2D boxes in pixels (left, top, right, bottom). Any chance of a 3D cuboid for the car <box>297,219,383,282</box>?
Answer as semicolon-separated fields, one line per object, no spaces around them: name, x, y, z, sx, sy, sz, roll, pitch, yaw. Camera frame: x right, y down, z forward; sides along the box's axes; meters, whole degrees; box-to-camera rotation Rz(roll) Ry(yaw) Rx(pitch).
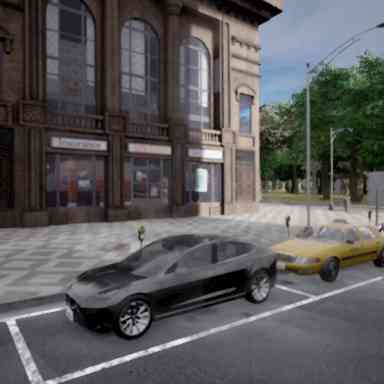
car;4.129;1.484;9.586;4.829;1.417;1.752;0;0;-35

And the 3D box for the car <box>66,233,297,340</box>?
car;-0.162;1.549;6.531;4.313;1.339;1.947;0;0;-35
